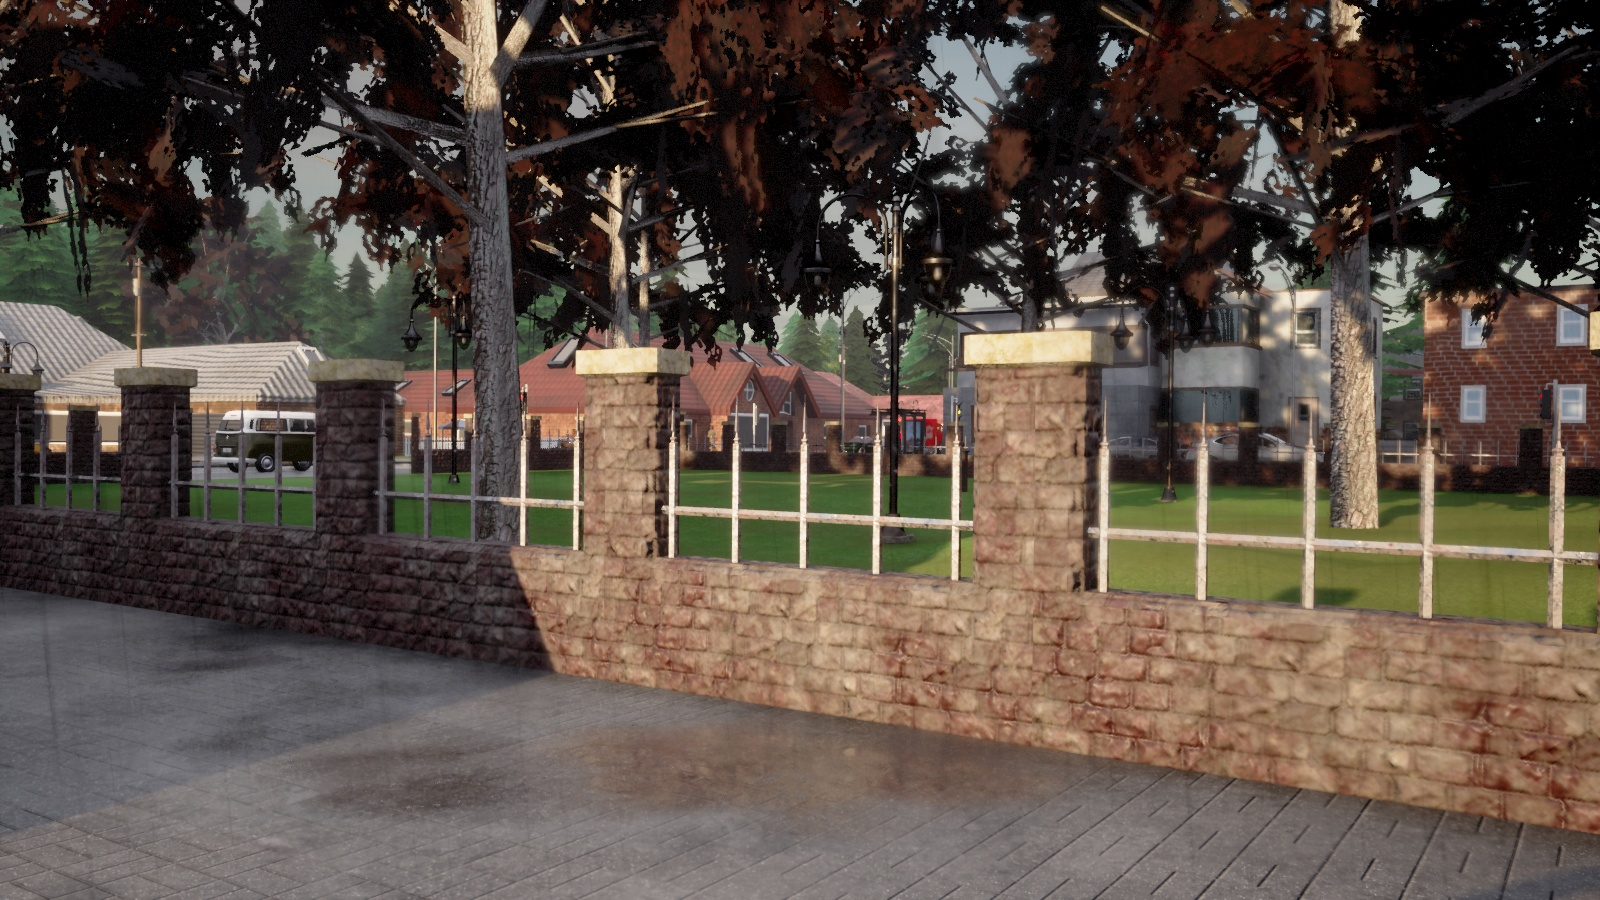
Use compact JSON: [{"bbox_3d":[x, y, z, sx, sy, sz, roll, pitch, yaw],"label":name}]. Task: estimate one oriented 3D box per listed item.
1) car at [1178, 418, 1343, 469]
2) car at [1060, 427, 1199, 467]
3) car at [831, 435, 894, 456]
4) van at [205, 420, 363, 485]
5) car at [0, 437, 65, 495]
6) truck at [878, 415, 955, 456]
[{"bbox_3d":[15.818,-0.223,43.176,5.027,1.651,2.152,0,1,31],"label":"car"},{"bbox_3d":[13.057,-0.114,49.920,4.902,1.511,2.128,0,1,34],"label":"car"},{"bbox_3d":[4.089,-0.313,81.110,1.895,1.301,4.718,0,1,34],"label":"car"},{"bbox_3d":[-17.129,0.038,41.871,2.069,2.038,4.480,0,1,32],"label":"van"},{"bbox_3d":[-22.672,0.457,33.476,1.882,1.535,5.008,0,1,32],"label":"car"},{"bbox_3d":[7.359,-0.898,78.822,2.627,2.467,5.204,0,1,34],"label":"truck"}]
